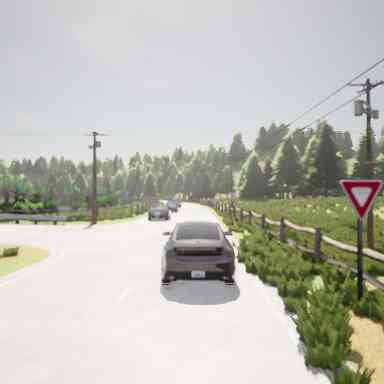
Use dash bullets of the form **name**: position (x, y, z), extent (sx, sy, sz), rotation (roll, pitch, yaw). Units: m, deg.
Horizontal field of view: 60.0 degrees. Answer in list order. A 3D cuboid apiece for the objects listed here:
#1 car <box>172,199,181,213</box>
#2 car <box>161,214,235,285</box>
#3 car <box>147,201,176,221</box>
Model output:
- **car**: position (-2.877, 2.033, 44.807), extent (1.812, 1.442, 4.674), rotation (0, 0, 0)
- **car**: position (0.167, 1.618, 9.858), extent (1.837, 1.490, 4.892), rotation (0, -1, 1)
- **car**: position (-3.003, 1.846, 31.281), extent (2.128, 1.511, 4.902), rotation (0, -1, 1)
